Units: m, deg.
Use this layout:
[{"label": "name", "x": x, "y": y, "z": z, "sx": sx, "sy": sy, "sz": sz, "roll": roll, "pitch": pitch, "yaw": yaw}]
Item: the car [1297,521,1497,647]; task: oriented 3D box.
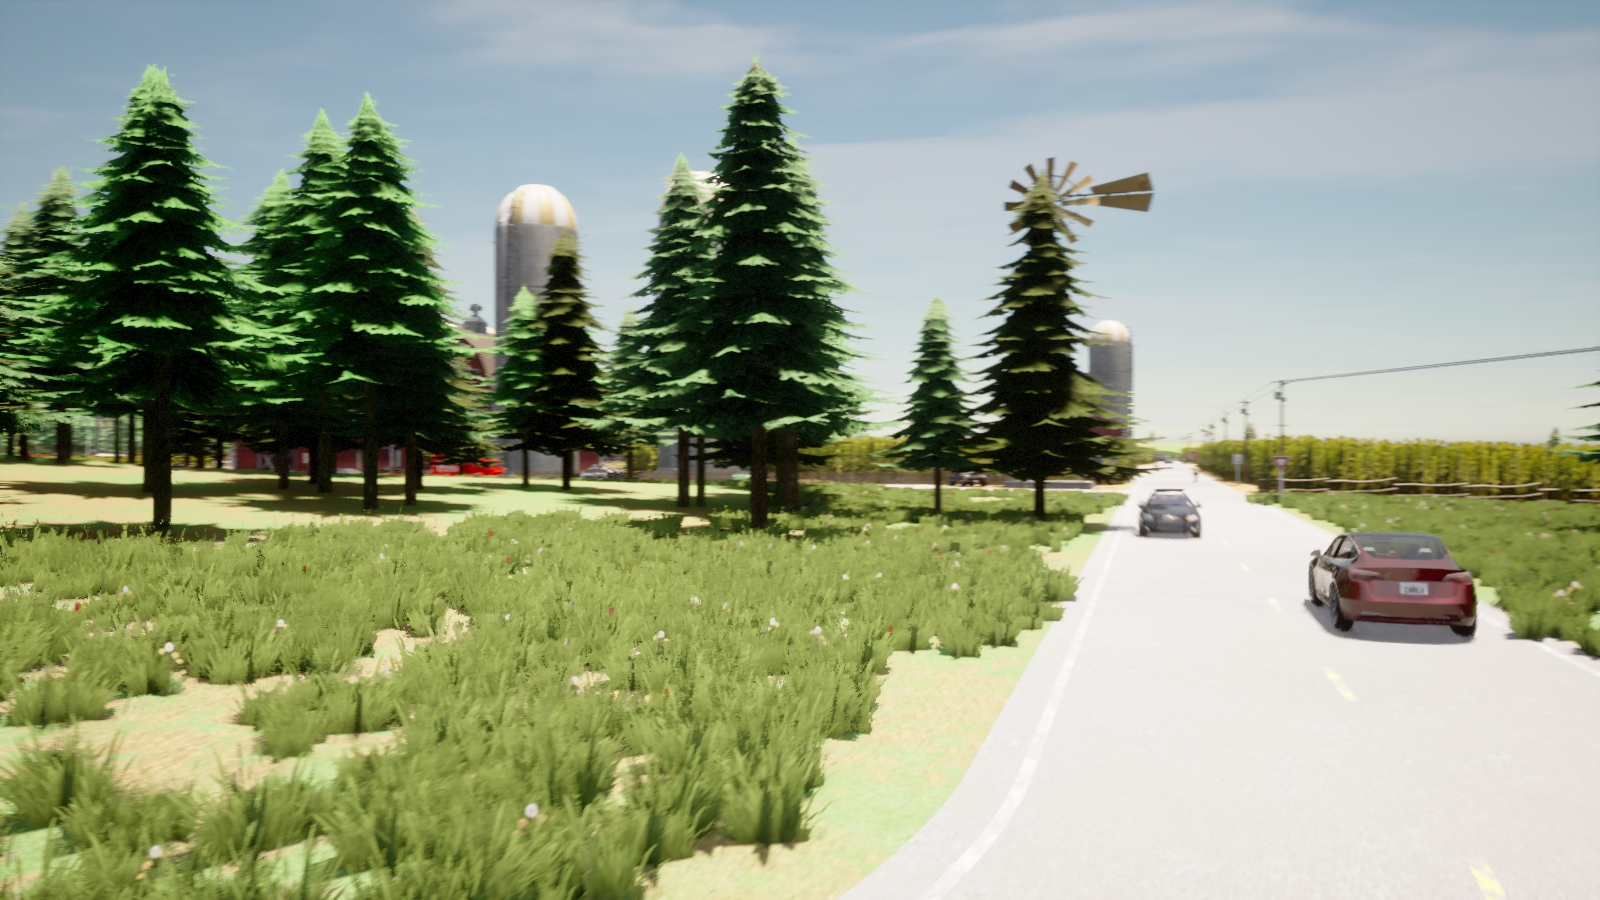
[{"label": "car", "x": 9.677, "y": 2.079, "z": 18.951, "sx": 2.163, "sy": 1.488, "sz": 4.792, "roll": 0, "pitch": 0, "yaw": 18}]

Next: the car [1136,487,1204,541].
[{"label": "car", "x": 12.326, "y": 2.077, "z": 38.226, "sx": 2.038, "sy": 1.542, "sz": 4.974, "roll": 0, "pitch": 0, "yaw": 17}]
